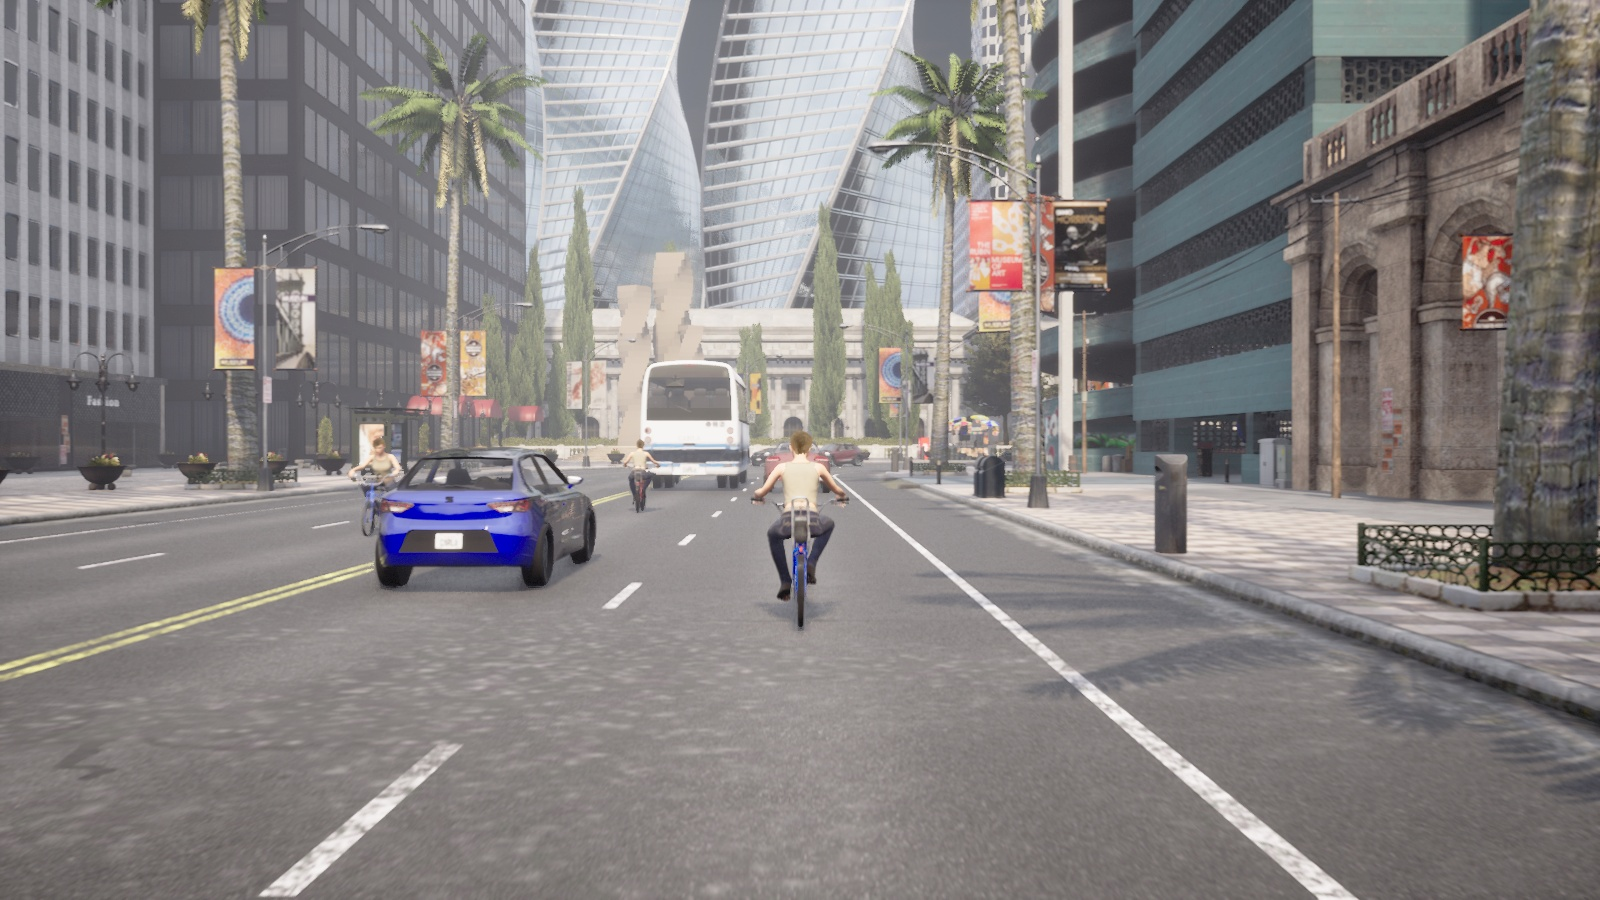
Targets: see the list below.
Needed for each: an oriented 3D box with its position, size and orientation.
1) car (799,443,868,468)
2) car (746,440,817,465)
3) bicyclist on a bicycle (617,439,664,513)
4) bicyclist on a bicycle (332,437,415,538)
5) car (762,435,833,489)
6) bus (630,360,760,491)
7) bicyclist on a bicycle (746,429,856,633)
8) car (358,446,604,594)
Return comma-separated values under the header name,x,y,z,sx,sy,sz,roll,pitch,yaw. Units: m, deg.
name,x,y,z,sx,sy,sz,roll,pitch,yaw
car,2.291,0.333,84.949,2.033,1.649,4.856,0,0,41
car,-1.232,0.174,86.162,2.152,1.651,5.027,0,0,40
bicyclist on a bicycle,-3.542,0.566,28.013,0.866,1.612,1.509,0,0,0
bicyclist on a bicycle,-7.023,0.593,20.760,0.866,1.612,1.509,0,0,0
car,-0.080,0.359,40.897,2.152,1.651,5.027,0,0,0
bus,-3.593,-0.820,46.115,3.944,4.253,10.273,0,0,0
bicyclist on a bicycle,0.003,0.640,10.704,0.866,1.612,1.509,0,0,0
car,-3.512,0.698,14.643,1.816,1.474,4.193,0,0,0
